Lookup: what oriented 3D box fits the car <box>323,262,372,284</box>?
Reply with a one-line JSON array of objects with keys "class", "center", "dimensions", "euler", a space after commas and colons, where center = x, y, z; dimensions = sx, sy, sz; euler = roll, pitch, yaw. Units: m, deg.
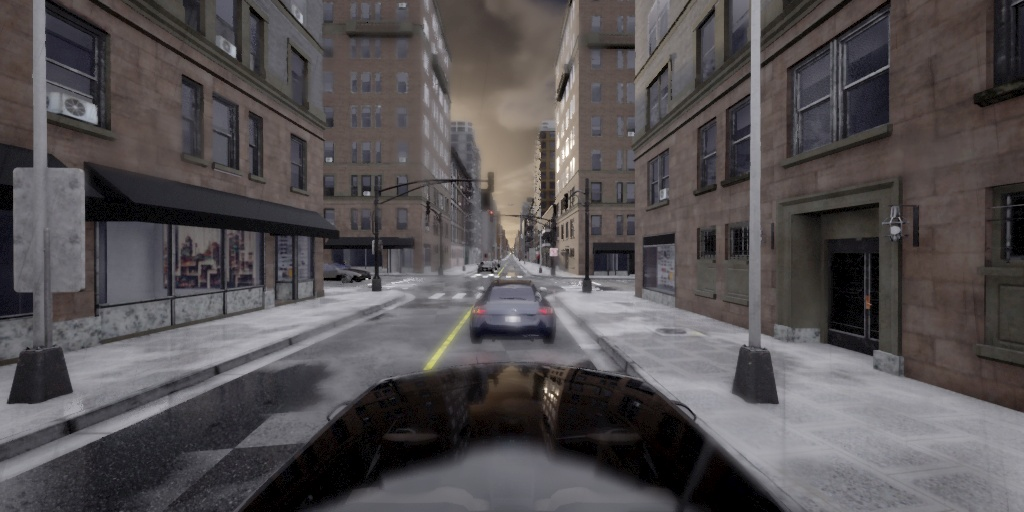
[{"class": "car", "center": [-12.570, 1.157, 24.759], "dimensions": [5.357, 1.411, 2.033], "euler": [1, 0, 4]}]

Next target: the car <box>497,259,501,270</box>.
[{"class": "car", "center": [-3.081, 1.369, 52.892], "dimensions": [2.033, 1.411, 5.357], "euler": [0, 0, 0]}]

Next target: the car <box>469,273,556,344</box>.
[{"class": "car", "center": [0.013, 1.315, 9.627], "dimensions": [1.994, 1.385, 4.181], "euler": [0, 0, 0]}]

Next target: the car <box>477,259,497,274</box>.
[{"class": "car", "center": [-3.083, 1.307, 43.070], "dimensions": [1.837, 1.490, 4.892], "euler": [0, 0, 0]}]

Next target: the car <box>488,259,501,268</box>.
[{"class": "car", "center": [-3.039, 1.320, 63.301], "dimensions": [1.882, 1.535, 5.008], "euler": [0, 0, 0]}]
